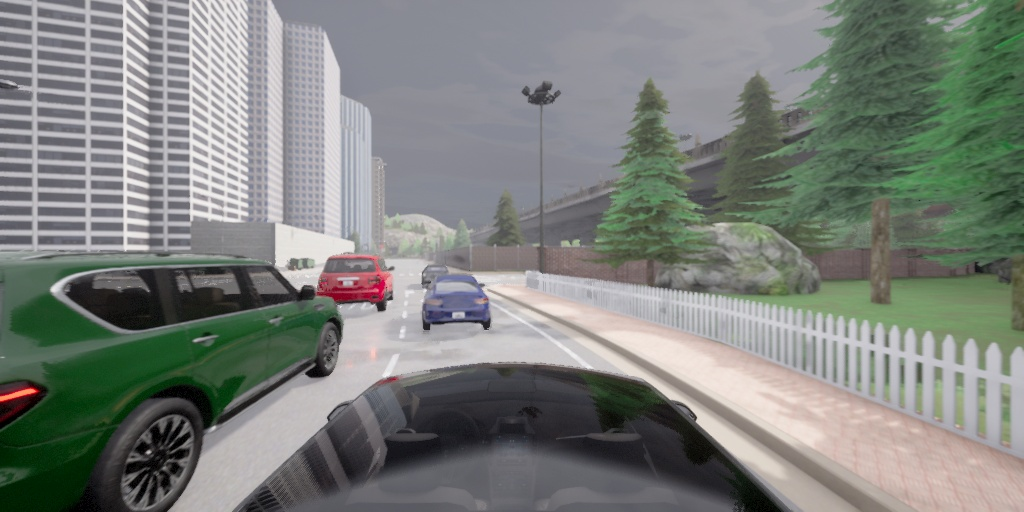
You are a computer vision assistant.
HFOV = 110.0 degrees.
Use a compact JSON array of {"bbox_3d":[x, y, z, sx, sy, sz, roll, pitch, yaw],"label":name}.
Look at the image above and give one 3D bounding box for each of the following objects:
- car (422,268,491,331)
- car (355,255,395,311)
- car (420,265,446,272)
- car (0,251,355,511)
[{"bbox_3d":[-1.749,1.280,11.003,1.812,1.442,4.674,0,0,-11],"label":"car"},{"bbox_3d":[-5.978,0.986,14.274,2.150,2.045,5.566,0,0,-14],"label":"car"},{"bbox_3d":[-5.263,1.321,24.768,2.033,1.411,5.357,0,0,-15],"label":"car"},{"bbox_3d":[-3.877,0.981,4.132,2.150,2.045,5.566,0,0,-6],"label":"car"}]
